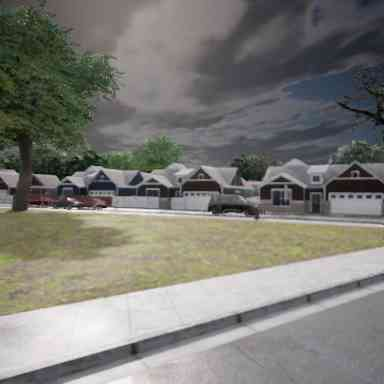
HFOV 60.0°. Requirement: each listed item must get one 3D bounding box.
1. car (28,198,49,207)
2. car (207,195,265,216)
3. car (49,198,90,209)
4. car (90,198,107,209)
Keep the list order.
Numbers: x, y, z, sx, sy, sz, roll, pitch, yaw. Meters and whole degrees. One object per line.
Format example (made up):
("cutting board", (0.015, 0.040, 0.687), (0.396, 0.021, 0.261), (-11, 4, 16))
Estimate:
("car", (-22.334, 1.479, 49.273), (4.718, 1.301, 1.895), (1, 0, 27))
("car", (4.213, 1.312, 32.174), (5.566, 2.045, 2.150), (1, 0, 29))
("car", (-15.777, 1.479, 42.744), (4.181, 1.385, 1.994), (0, 0, 28))
("car", (-13.475, 1.520, 44.747), (4.181, 1.385, 1.994), (0, 0, 28))
